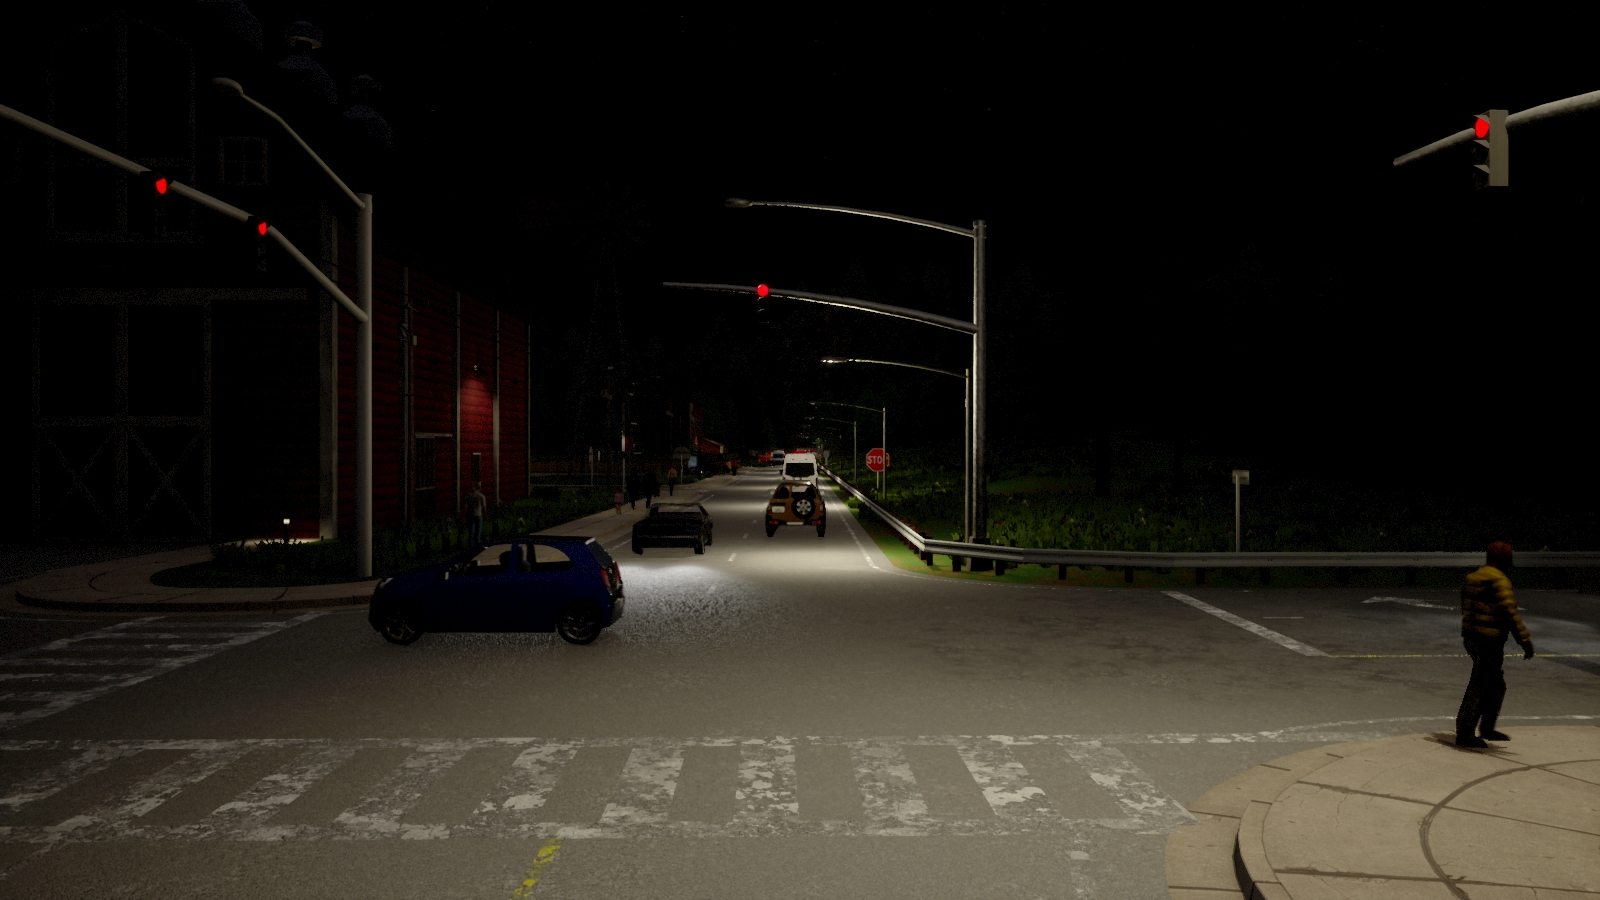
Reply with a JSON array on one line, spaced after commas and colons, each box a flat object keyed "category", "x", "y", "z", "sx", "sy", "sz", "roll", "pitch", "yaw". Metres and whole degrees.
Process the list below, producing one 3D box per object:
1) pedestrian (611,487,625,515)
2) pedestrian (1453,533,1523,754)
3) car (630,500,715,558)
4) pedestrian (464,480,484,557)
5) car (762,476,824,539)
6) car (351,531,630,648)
[{"category": "pedestrian", "x": -7.292, "y": 2.050, "z": 45.853, "sx": 0.500, "sy": 1.100, "sz": 0.500, "roll": 0, "pitch": 0, "yaw": -3}, {"category": "pedestrian", "x": 5.975, "y": 1.665, "z": 9.931, "sx": 0.375, "sy": 1.860, "sz": 0.375, "roll": 0, "pitch": 0, "yaw": -1}, {"category": "car", "x": -3.455, "y": 2.136, "z": 31.771, "sx": 1.895, "sy": 1.301, "sz": 4.718, "roll": 0, "pitch": 0, "yaw": 0}, {"category": "pedestrian", "x": -8.013, "y": 1.678, "z": 28.072, "sx": 0.375, "sy": 1.860, "sz": 0.375, "roll": 0, "pitch": 0, "yaw": 2}, {"category": "car", "x": -0.163, "y": 1.841, "z": 38.106, "sx": 1.932, "sy": 1.855, "sz": 4.605, "roll": 0, "pitch": 0, "yaw": 1}, {"category": "car", "x": -4.446, "y": 2.011, "z": 16.859, "sx": 3.633, "sy": 1.501, "sz": 1.845, "roll": 0, "pitch": 0, "yaw": -1}]
